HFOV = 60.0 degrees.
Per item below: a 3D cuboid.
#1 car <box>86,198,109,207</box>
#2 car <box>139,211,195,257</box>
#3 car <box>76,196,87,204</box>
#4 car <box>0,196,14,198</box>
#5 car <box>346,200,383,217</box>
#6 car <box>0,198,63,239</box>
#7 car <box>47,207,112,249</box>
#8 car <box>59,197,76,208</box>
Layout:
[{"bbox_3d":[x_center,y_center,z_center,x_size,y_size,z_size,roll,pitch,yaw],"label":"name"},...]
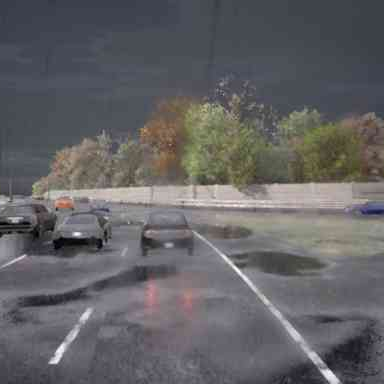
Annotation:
[{"bbox_3d":[-10.778,1.618,38.634,2.033,1.411,5.357,0,0,-21],"label":"car"},{"bbox_3d":[-1.032,1.503,13.150,2.128,1.511,4.902,0,0,-7],"label":"car"},{"bbox_3d":[-22.304,1.639,66.841,1.837,1.490,4.892,0,0,-37],"label":"car"},{"bbox_3d":[-46.884,1.604,82.484,4.674,1.442,1.812,0,0,36],"label":"car"},{"bbox_3d":[15.979,1.462,28.980,4.674,1.442,1.812,0,0,16],"label":"car"},{"bbox_3d":[-8.750,1.403,17.927,2.097,1.767,4.553,0,0,-9],"label":"car"},{"bbox_3d":[-4.710,1.594,14.764,1.994,1.385,4.181,0,0,-8],"label":"car"},{"bbox_3d":[-17.109,1.456,44.373,2.097,1.767,4.553,0,0,-24],"label":"car"}]
